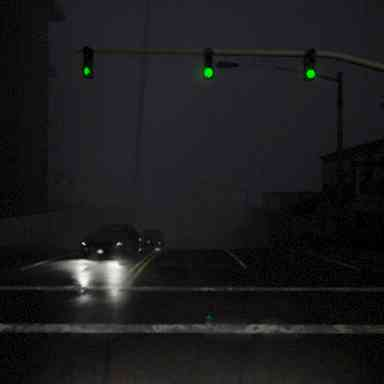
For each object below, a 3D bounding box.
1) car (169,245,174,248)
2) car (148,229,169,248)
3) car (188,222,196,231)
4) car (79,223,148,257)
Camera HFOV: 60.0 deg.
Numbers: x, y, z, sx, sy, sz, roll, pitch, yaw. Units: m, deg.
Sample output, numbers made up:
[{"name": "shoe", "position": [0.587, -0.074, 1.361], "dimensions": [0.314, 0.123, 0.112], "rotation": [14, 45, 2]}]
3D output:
[{"name": "car", "position": [-3.542, 8.048, 45.949], "dimensions": [1.882, 1.535, 5.008], "rotation": [0, -11, 1]}, {"name": "car", "position": [-3.592, 4.375, 30.187], "dimensions": [2.150, 2.045, 5.566], "rotation": [0, -13, 0]}, {"name": "car", "position": [0.022, 10.260, 95.275], "dimensions": [1.837, 1.490, 4.892], "rotation": [0, 0, 0]}, {"name": "car", "position": [-3.587, 2.174, 15.695], "dimensions": [2.033, 1.411, 5.357], "rotation": [0, -5, 0]}]
